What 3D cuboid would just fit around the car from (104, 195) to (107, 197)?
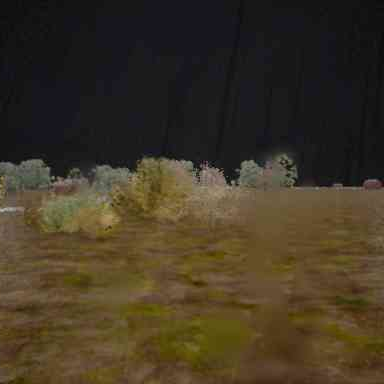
[{"bbox_3d":[-19.083,1.472,73.481,1.882,1.535,5.008,0,0,10],"label":"car"}]
